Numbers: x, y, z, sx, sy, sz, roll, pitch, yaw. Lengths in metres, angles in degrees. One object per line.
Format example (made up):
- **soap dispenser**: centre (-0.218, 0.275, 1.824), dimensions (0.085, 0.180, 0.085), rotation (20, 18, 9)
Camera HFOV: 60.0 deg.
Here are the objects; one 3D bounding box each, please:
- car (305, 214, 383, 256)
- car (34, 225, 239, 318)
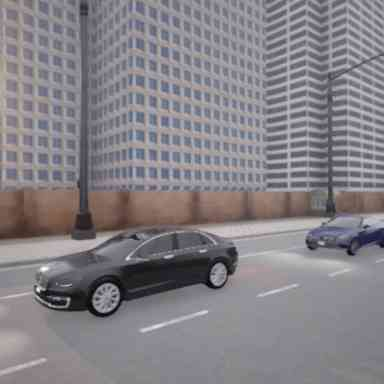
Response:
- **car**: centre (6.655, 1.656, 13.919), dimensions (4.674, 1.442, 1.812), rotation (0, -1, -39)
- **car**: centre (-0.995, 1.591, 7.774), dimensions (4.892, 1.490, 1.837), rotation (0, -1, -39)
